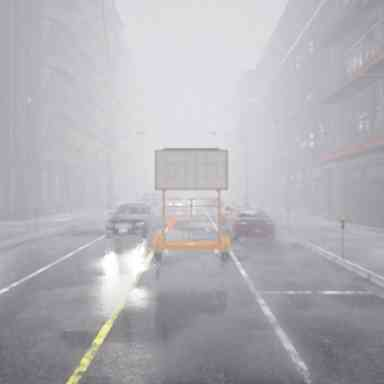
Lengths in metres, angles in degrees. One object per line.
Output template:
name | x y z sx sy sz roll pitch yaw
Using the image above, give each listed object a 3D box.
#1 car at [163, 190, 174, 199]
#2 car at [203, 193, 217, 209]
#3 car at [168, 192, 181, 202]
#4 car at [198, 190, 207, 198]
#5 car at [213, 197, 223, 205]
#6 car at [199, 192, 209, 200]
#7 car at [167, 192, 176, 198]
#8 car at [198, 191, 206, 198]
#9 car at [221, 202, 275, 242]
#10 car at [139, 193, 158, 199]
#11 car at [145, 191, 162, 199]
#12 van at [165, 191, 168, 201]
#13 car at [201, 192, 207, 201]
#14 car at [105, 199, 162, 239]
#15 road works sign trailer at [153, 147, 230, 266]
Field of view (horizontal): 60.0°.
car | -5.329 0.591 76.235 2.192 1.841 5.009 1 0 0
car | 2.566 1.153 37.467 1.887 1.381 4.507 1 1 0
car | -2.848 1.032 56.751 1.895 1.301 4.718 0 0 0
car | 2.514 0.550 81.710 2.192 1.841 5.009 1 0 0
car | 2.575 1.295 21.047 1.752 1.417 4.829 1 1 0
car | 2.559 0.760 70.650 1.967 1.590 4.097 1 0 0
car | -5.341 0.760 87.299 1.947 1.339 4.313 1 0 0
car | 2.555 0.953 59.589 1.887 1.381 4.507 1 0 0
car | 2.578 1.374 15.345 1.887 1.381 4.507 1 1 0
car | -5.314 1.134 37.356 1.752 1.417 4.829 2 1 0
car | -5.311 0.869 43.055 2.192 1.841 5.009 2 1 0
van | -5.317 0.795 54.113 1.690 1.788 3.998 2 1 0
car | 2.563 1.106 42.998 2.008 1.369 4.403 1 1 0
car | -2.856 1.311 16.237 2.128 1.511 4.902 0 1 0
road works sign trailer | -0.017 0.339 11.002 2.380 3.560 2.880 0 1 0
